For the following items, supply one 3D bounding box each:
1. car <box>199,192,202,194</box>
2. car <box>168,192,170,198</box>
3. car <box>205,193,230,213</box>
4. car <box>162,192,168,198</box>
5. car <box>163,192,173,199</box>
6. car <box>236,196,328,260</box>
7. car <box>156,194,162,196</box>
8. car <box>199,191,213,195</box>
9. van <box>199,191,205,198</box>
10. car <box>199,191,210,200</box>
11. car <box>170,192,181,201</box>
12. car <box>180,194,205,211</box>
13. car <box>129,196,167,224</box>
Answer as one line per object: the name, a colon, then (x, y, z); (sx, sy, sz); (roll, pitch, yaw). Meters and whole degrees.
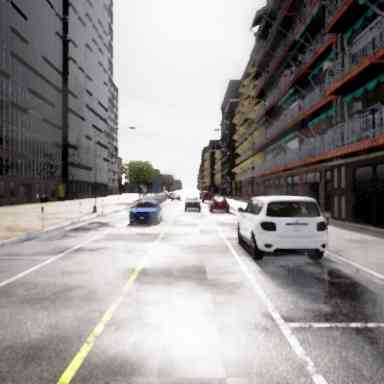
car: (0.001, 1.137, 47.519); (2.128, 1.511, 4.902); (0, 1, 0)
car: (-5.684, 1.076, 62.011); (2.008, 1.369, 4.403); (1, 0, 0)
car: (2.698, 1.192, 33.810); (1.967, 1.590, 4.097); (1, 0, 0)
car: (-5.684, 1.123, 56.365); (2.008, 1.369, 4.403); (1, 0, 0)
car: (-5.686, 0.818, 78.947); (1.967, 1.590, 4.097); (1, 0, 0)
car: (2.999, 1.139, 12.168); (2.150, 2.045, 5.566); (0, 0, 0)
car: (-5.684, 1.215, 45.074); (2.008, 1.369, 4.403); (1, 0, 0)
car: (2.700, 0.888, 56.392); (2.192, 1.841, 5.009); (1, 0, 0)
van: (2.698, 0.618, 90.269); (1.690, 1.788, 3.998); (1, 1, 0)
car: (2.699, 0.742, 73.330); (2.192, 1.841, 5.009); (1, 1, 0)
car: (-3.035, 1.008, 63.110); (2.128, 1.511, 4.902); (0, 0, 1)
car: (0.076, 1.275, 36.929); (2.033, 1.411, 5.357); (0, 0, 0)
car: (-3.102, 1.310, 23.146); (1.882, 1.535, 5.008); (0, 0, 0)
